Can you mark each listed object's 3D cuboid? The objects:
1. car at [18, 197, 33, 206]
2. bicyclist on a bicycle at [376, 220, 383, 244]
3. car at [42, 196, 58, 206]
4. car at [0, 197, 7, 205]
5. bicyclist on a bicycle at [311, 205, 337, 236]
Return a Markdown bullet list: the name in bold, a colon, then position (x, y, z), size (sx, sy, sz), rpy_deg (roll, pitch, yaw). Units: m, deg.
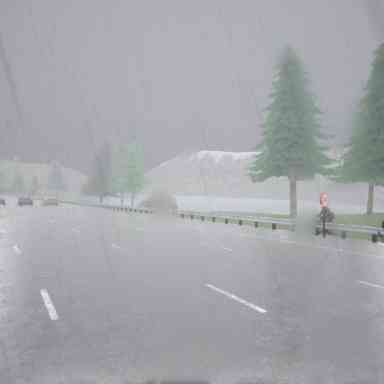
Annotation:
- **car**: position (-27.550, 1.491, 54.945), size (2.128, 1.511, 4.902), rpy_deg (0, 0, -33)
- **bicyclist on a bicycle**: position (8.269, 1.728, 13.996), size (0.582, 1.656, 1.620), rpy_deg (-1, 2, 3)
- **car**: position (-23.648, 1.478, 55.351), size (1.882, 1.535, 5.008), rpy_deg (0, 0, -33)
- **car**: position (-32.459, 1.526, 56.098), size (1.812, 1.442, 4.674), rpy_deg (0, 0, -32)
- **bicyclist on a bicycle**: position (6.761, 1.423, 16.888), size (1.656, 1.620, 0.582), rpy_deg (4, -1, -19)
